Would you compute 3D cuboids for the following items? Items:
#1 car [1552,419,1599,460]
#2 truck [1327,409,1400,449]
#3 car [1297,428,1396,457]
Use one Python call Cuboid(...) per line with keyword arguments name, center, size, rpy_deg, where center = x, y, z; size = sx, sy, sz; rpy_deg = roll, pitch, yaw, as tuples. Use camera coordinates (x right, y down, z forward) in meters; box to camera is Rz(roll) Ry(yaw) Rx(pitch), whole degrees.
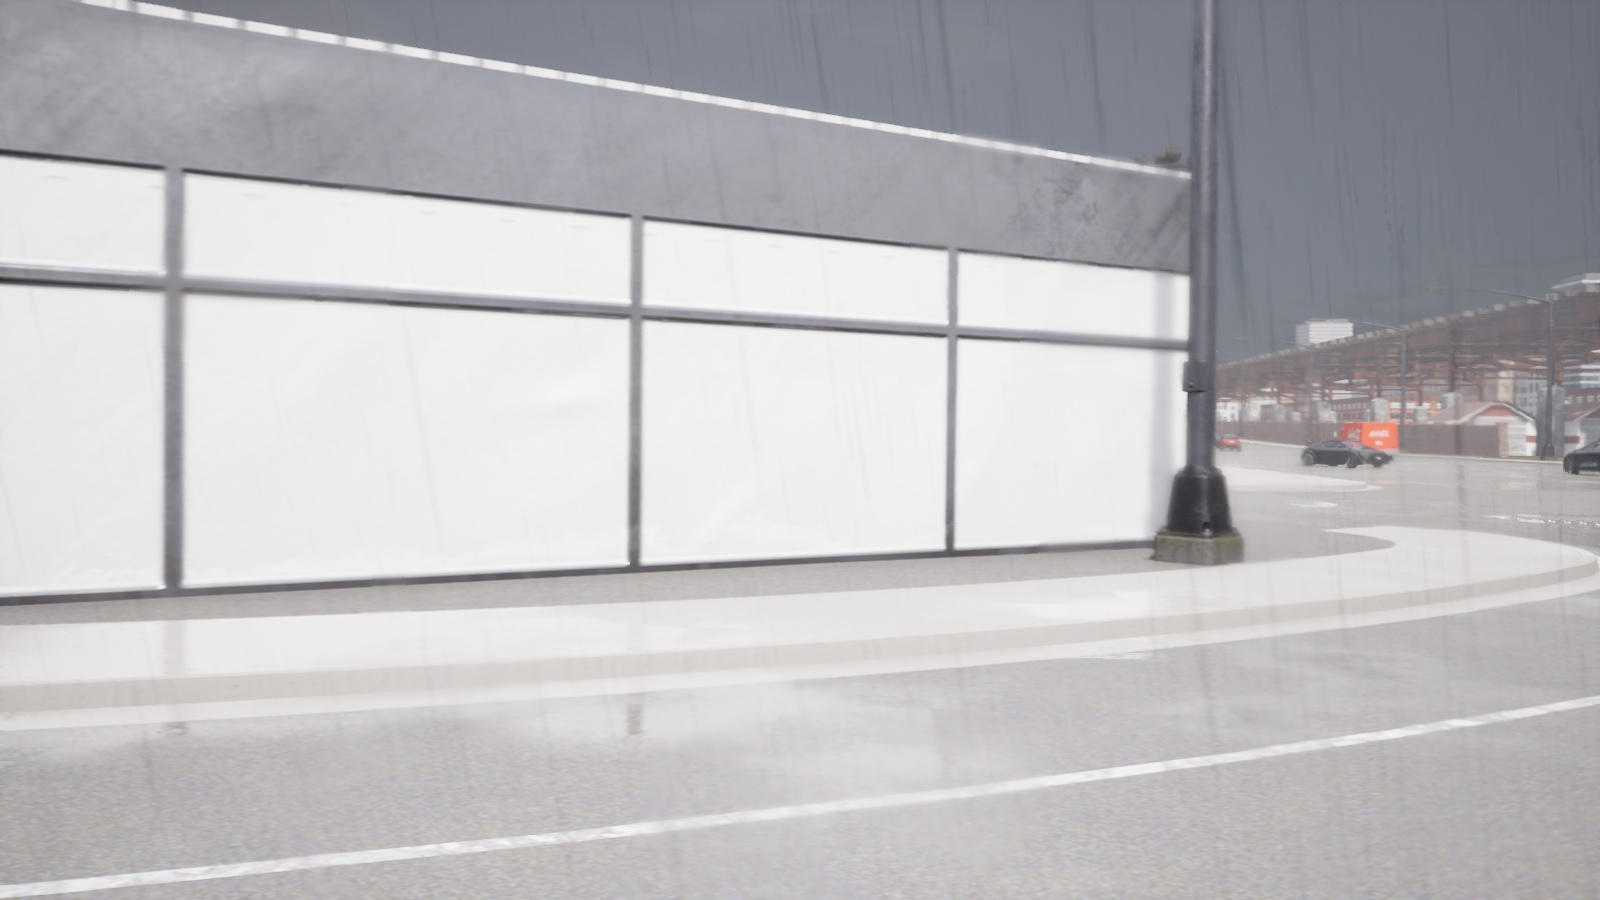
Cuboid(name="car", center=(33.793, -0.458, 52.558), size=(2.033, 1.649, 4.856), rpy_deg=(-1, 1, 5))
Cuboid(name="truck", center=(36.041, -1.331, 80.486), size=(2.627, 2.467, 5.204), rpy_deg=(-1, 1, 5))
Cuboid(name="car", center=(26.796, -0.389, 61.746), size=(1.994, 1.385, 4.181), rpy_deg=(-1, 1, -25))
